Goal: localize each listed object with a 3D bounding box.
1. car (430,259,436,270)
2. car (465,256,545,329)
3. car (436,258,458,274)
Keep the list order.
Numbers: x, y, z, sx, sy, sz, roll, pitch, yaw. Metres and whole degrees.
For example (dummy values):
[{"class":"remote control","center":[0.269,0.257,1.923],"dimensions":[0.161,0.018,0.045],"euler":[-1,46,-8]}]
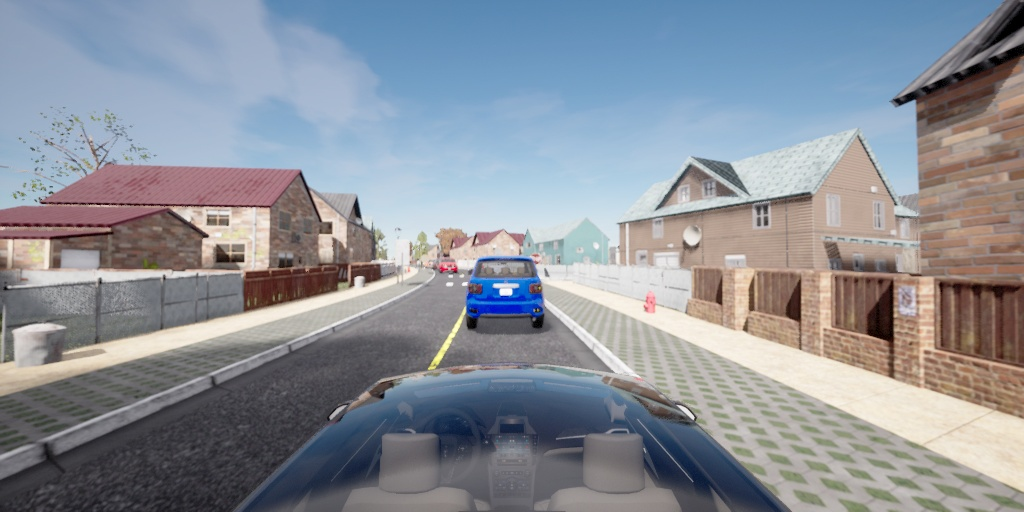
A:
[{"class":"car","center":[-11.929,1.445,59.726],"dimensions":[2.097,1.767,4.553],"euler":[0,0,-17]},{"class":"car","center":[-0.271,1.027,11.664],"dimensions":[2.150,2.045,5.566],"euler":[0,-1,-3]},{"class":"car","center":[-8.287,1.223,46.478],"dimensions":[2.150,2.045,5.566],"euler":[0,0,-14]}]
